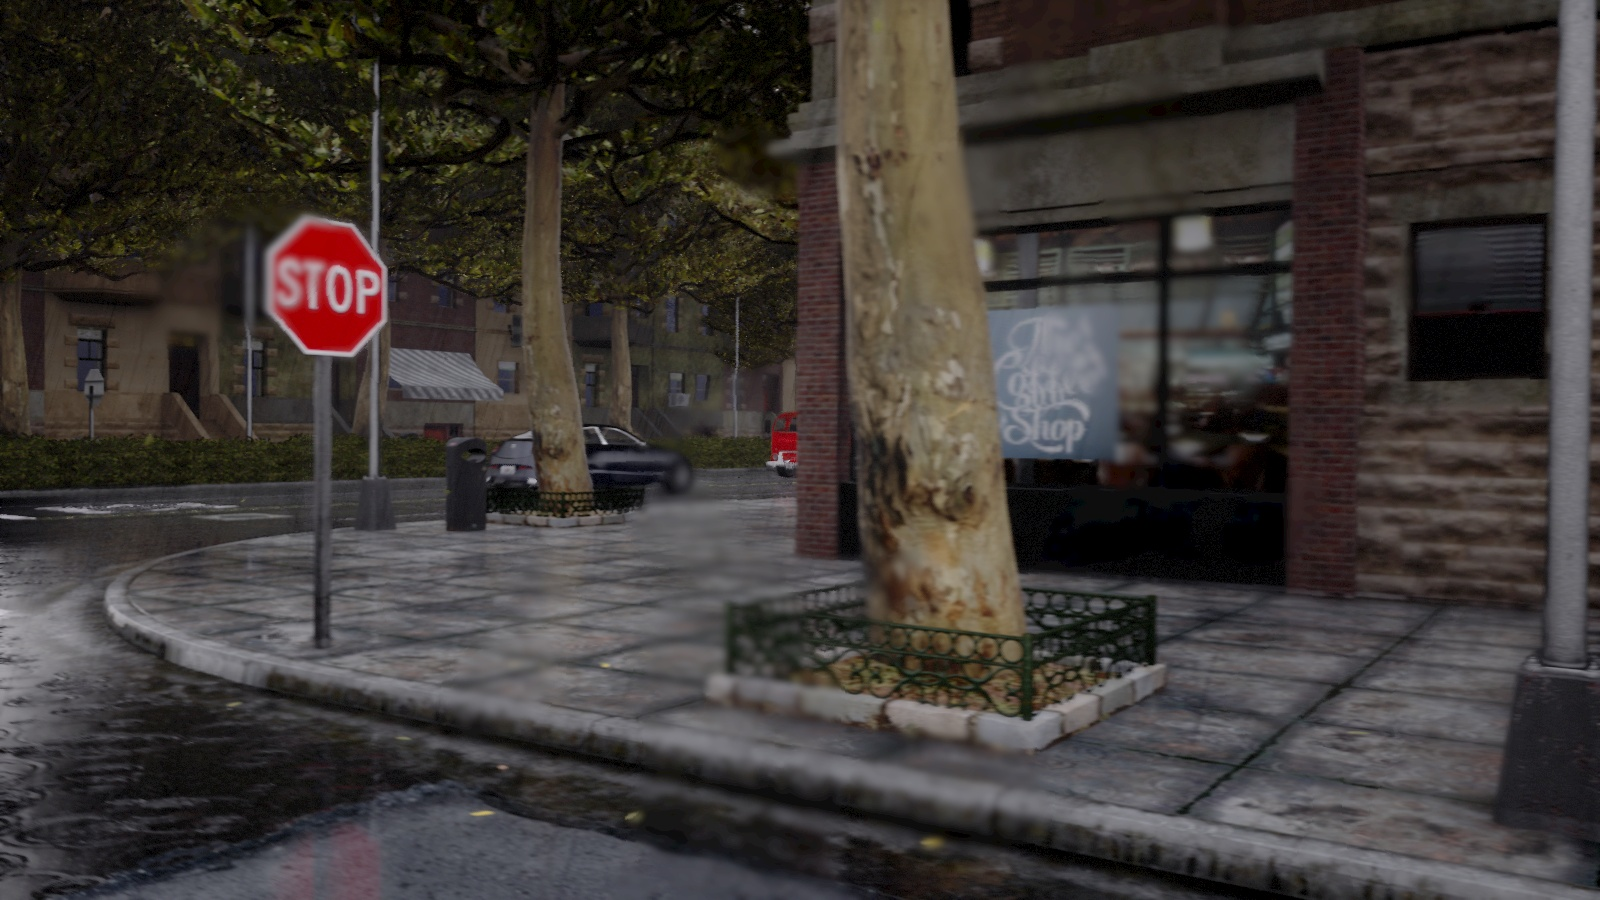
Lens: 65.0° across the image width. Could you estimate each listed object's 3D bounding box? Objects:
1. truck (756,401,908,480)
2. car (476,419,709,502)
[{"bbox_3d":[1.139,-0.348,41.920,2.627,2.467,5.204,0,1,35],"label":"truck"},{"bbox_3d":[-4.423,0.167,27.621,2.152,1.651,5.027,0,1,34],"label":"car"}]
